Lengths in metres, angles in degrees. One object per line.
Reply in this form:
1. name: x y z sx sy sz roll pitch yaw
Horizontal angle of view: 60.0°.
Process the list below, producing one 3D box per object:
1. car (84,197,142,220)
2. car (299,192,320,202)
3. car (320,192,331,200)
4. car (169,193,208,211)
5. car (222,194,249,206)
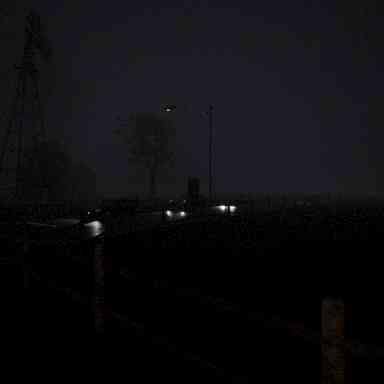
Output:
1. car: -5.962 1.205 25.647 1.837 1.490 4.892 1 2 35
2. car: 18.947 0.800 54.371 1.812 1.442 4.674 1 2 35
3. car: 24.746 0.709 62.554 1.994 1.385 4.181 1 1 36
4. car: -0.318 0.923 33.597 2.097 1.767 4.553 1 2 35
5. car: 5.458 1.004 41.742 1.994 1.385 4.181 1 2 35
